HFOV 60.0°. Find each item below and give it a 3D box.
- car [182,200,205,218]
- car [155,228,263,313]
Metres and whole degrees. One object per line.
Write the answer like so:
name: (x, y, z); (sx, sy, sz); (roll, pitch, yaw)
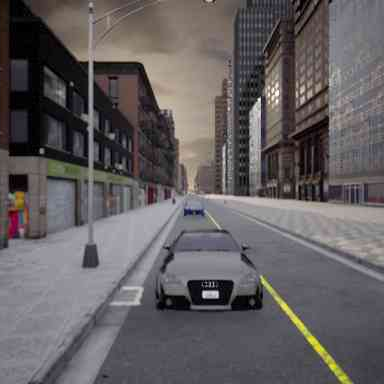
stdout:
car: (0.165, 1.484, 30.931); (1.882, 1.535, 5.008); (0, 0, 0)
car: (0.310, 1.566, 7.661); (1.994, 1.385, 4.181); (0, 0, 0)
